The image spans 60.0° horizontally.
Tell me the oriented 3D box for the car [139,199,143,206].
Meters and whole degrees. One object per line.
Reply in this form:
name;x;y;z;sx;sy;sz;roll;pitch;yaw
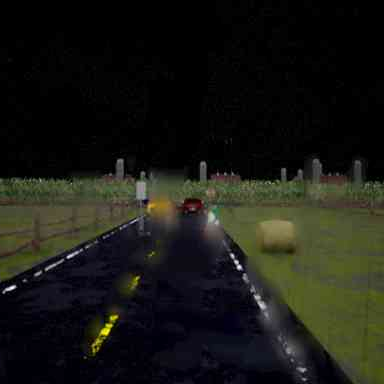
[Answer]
car;-5.333;1.269;45.571;4.718;1.301;1.895;0;-1;39

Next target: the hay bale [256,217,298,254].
hay bale;3.113;1.579;12.348;1.220;1.180;1.240;-1;-1;0

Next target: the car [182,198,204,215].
car;0.066;1.282;31.007;1.882;1.535;5.008;0;0;0

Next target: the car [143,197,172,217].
car;-2.804;1.290;29.638;1.882;1.535;5.008;0;0;1

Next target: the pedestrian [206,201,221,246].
pedestrian;0.856;1.211;13.352;0.375;1.860;0.375;1;-1;-3
